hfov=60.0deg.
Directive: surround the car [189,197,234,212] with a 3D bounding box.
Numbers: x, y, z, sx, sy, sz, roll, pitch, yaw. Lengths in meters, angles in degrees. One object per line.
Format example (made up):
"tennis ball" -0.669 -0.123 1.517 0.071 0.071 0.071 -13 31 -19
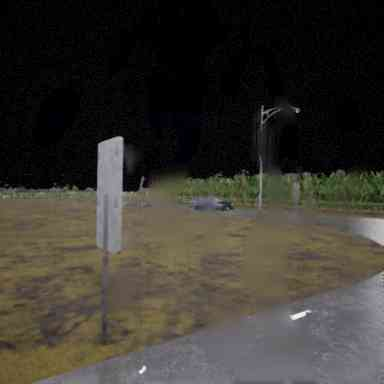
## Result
"car" 1.834 1.205 33.483 2.033 1.411 5.357 1 0 -35
